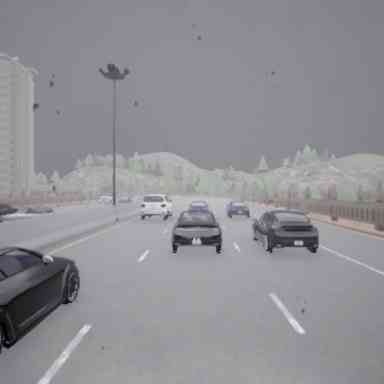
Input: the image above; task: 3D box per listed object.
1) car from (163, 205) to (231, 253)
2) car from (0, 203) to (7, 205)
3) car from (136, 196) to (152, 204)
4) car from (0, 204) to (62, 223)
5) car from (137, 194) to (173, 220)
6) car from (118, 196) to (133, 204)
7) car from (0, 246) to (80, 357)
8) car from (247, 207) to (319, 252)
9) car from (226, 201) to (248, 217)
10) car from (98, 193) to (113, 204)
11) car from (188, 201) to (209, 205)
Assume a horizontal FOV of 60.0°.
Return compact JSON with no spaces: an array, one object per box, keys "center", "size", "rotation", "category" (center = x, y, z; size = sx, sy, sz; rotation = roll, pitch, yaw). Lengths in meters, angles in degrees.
[{"center":[0.210,1.492,13.713],"size":[2.128,1.511,4.902],"rotation":[0,0,1],"category":"car"},{"center":[-13.792,1.479,22.635],"size":[1.882,1.535,5.008],"rotation":[0,0,2],"category":"car"},{"center":[-9.061,1.498,62.782],"size":[2.128,1.511,4.902],"rotation":[0,0,2],"category":"car"},{"center":[-10.320,1.602,21.634],"size":[1.895,1.301,4.718],"rotation":[0,0,2],"category":"car"},{"center":[-2.928,1.223,28.285],"size":[2.150,2.045,5.566],"rotation":[0,0,2],"category":"car"},{"center":[-12.556,1.528,62.873],"size":[1.812,1.442,4.674],"rotation":[0,0,2],"category":"car"},{"center":[-3.394,1.564,5.465],"size":[1.994,1.385,4.181],"rotation":[0,0,0],"category":"car"},{"center":[3.712,1.506,13.857],"size":[1.837,1.490,4.892],"rotation":[0,0,1],"category":"car"},{"center":[4.123,1.527,30.320],"size":[1.812,1.442,4.674],"rotation":[0,0,1],"category":"car"},{"center":[-16.033,1.226,63.325],"size":[2.150,2.045,5.566],"rotation":[0,0,2],"category":"car"},{"center":[0.620,1.527,30.285],"size":[1.812,1.442,4.674],"rotation":[0,0,1],"category":"car"}]
